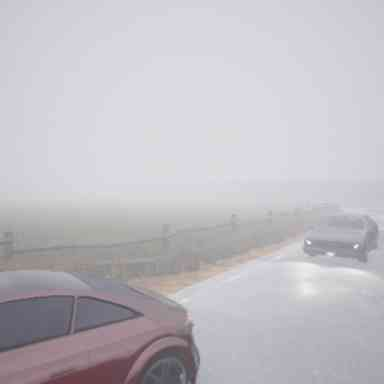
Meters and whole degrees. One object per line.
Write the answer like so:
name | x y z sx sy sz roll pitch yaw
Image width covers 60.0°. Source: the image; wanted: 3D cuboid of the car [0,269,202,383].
car | -1.947 1.536 3.121 4.181 1.385 1.994 0 0 -37

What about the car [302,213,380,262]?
car | 5.750 1.503 12.336 2.033 1.411 5.357 0 0 35
